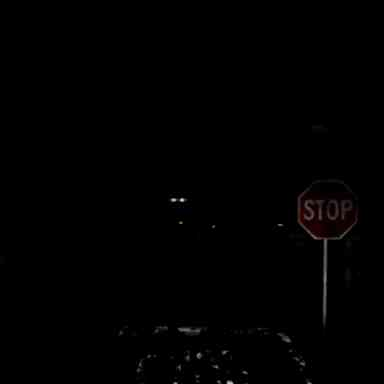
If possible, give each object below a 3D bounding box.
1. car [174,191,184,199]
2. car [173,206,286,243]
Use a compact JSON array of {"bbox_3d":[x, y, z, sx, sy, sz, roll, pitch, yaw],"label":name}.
[{"bbox_3d":[-2.619,0.538,65.837,1.882,1.535,5.008,0,1,0],"label":"car"},{"bbox_3d":[1.545,1.319,13.980,4.674,1.442,1.812,0,1,0],"label":"car"}]
